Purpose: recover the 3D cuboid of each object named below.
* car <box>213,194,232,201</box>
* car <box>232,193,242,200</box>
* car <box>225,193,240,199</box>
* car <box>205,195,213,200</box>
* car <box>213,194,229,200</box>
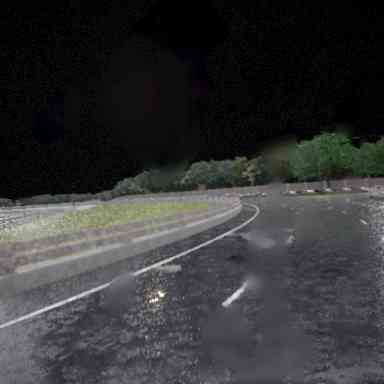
[{"bbox_3d":[7.414,1.454,80.168,1.994,1.385,4.181,-4,0,-14],"label":"car"},{"bbox_3d":[10.666,1.251,81.471,1.994,1.385,4.181,-3,0,-17],"label":"car"},{"bbox_3d":[11.106,1.143,91.944,1.882,1.535,5.008,-3,0,-23],"label":"car"},{"bbox_3d":[4.541,1.571,89.552,1.837,1.490,4.892,-3,0,-23],"label":"car"},{"bbox_3d":[7.826,1.408,90.748,2.033,1.411,5.357,-3,0,-23],"label":"car"}]
